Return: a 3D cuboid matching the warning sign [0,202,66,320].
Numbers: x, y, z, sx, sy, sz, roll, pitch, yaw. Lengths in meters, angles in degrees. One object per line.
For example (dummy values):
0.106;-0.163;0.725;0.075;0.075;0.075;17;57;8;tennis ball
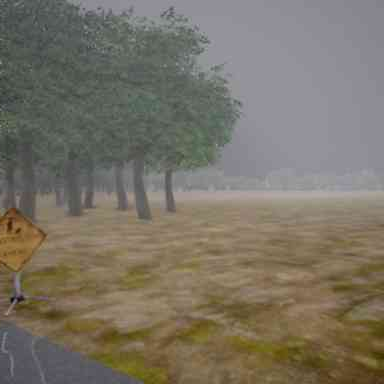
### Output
-3.320;1.182;6.247;1.060;1.860;1.300;-4;0;35;warning sign
